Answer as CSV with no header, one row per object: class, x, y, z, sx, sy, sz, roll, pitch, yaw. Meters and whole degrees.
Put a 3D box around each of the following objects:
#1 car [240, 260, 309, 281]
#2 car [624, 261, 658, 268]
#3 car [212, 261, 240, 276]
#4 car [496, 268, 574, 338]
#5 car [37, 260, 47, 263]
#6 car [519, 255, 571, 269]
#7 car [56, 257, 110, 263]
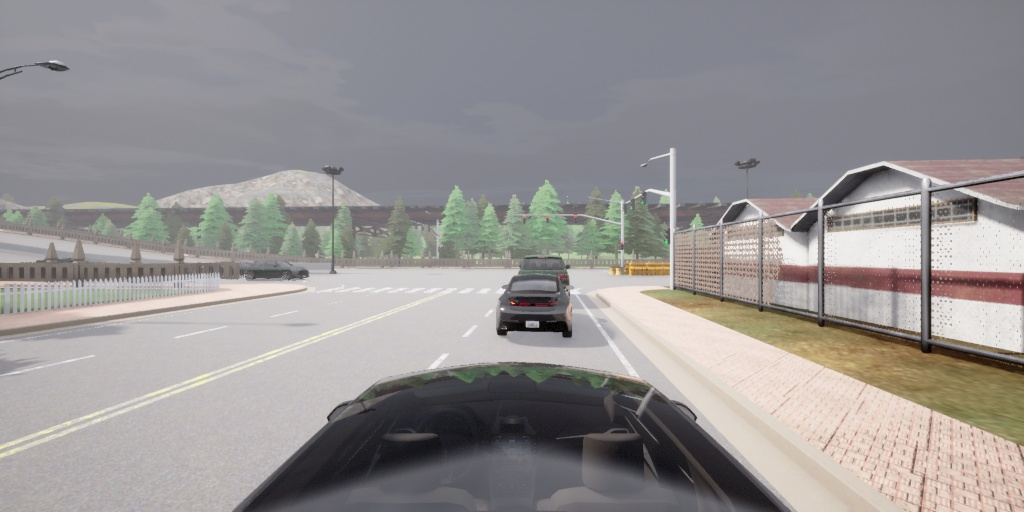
car,-19.356,1.102,29.713,4.553,1.767,2.097,0,0,4
car,15.786,1.351,41.499,4.718,1.301,1.895,0,0,4
car,-25.565,1.246,33.656,4.892,1.490,1.837,0,0,4
car,0.706,1.255,10.289,1.837,1.490,4.892,0,0,6
car,-42.961,0.756,34.905,4.718,1.301,1.895,4,0,4
car,1.467,0.971,16.300,2.150,2.045,5.566,0,0,7
car,-36.072,1.055,30.891,4.892,1.490,1.837,2,0,4
